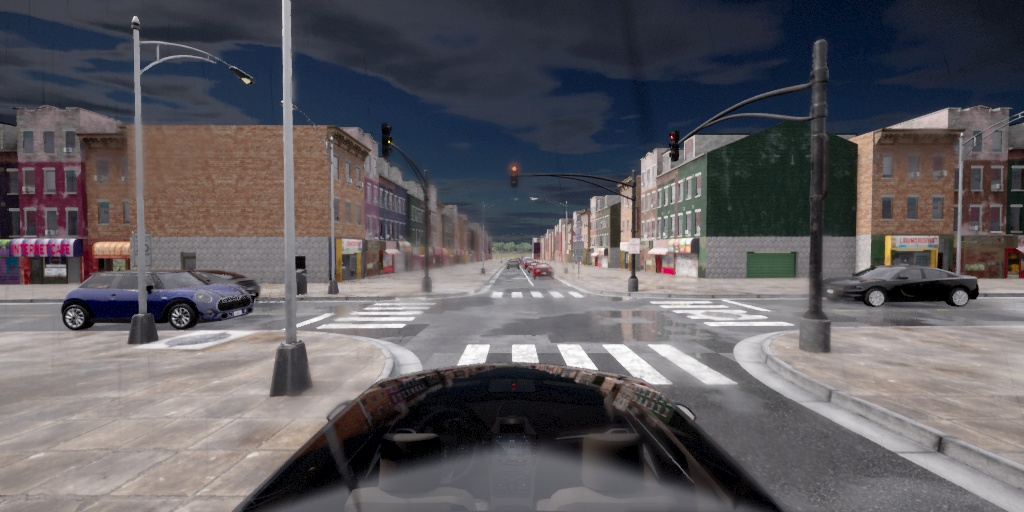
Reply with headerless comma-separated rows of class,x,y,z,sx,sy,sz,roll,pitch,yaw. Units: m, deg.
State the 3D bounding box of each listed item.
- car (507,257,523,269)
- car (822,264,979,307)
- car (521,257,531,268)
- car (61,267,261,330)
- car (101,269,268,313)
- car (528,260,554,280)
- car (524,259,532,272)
car,0.212,1.234,56.256,2.128,1.511,4.902,0,-1,0
car,14.991,1.103,14.061,5.008,1.535,1.882,0,1,0
car,2.746,1.292,53.770,1.888,1.381,4.507,0,0,0
car,-10.791,1.202,11.170,4.553,1.767,2.097,0,1,0
car,-12.683,1.306,14.129,4.892,1.490,1.837,0,1,0
car,2.700,1.291,31.640,1.888,1.381,4.507,0,0,0
car,2.723,1.328,42.705,1.802,1.307,4.207,0,0,0
